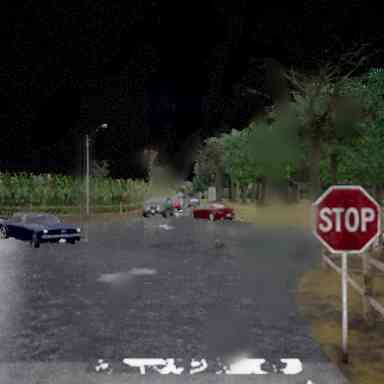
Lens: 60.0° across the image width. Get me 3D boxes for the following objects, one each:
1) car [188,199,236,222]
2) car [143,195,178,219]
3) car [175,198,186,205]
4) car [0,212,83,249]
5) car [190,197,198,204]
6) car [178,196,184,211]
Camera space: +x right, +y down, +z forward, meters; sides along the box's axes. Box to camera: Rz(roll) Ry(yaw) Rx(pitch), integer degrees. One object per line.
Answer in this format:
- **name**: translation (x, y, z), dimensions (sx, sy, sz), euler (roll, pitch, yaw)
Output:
- **car**: translation (1.658, 1.640, 28.009), dimensions (1.882, 1.535, 5.008), euler (0, 0, -30)
- **car**: translation (-3.119, 1.406, 32.138), dimensions (2.150, 2.045, 5.566), euler (0, -1, 7)
- **car**: translation (-2.372, 1.945, 68.701), dimensions (2.033, 1.411, 5.357), euler (0, 0, 1)
- **car**: translation (-6.843, 1.587, 14.781), dimensions (4.718, 1.301, 1.895), euler (2, -2, 40)
- **car**: translation (0.463, 2.026, 80.164), dimensions (1.994, 1.385, 4.181), euler (0, 0, 0)
- **car**: translation (-2.633, 1.473, 44.379), dimensions (2.150, 2.045, 5.566), euler (0, 0, 1)
